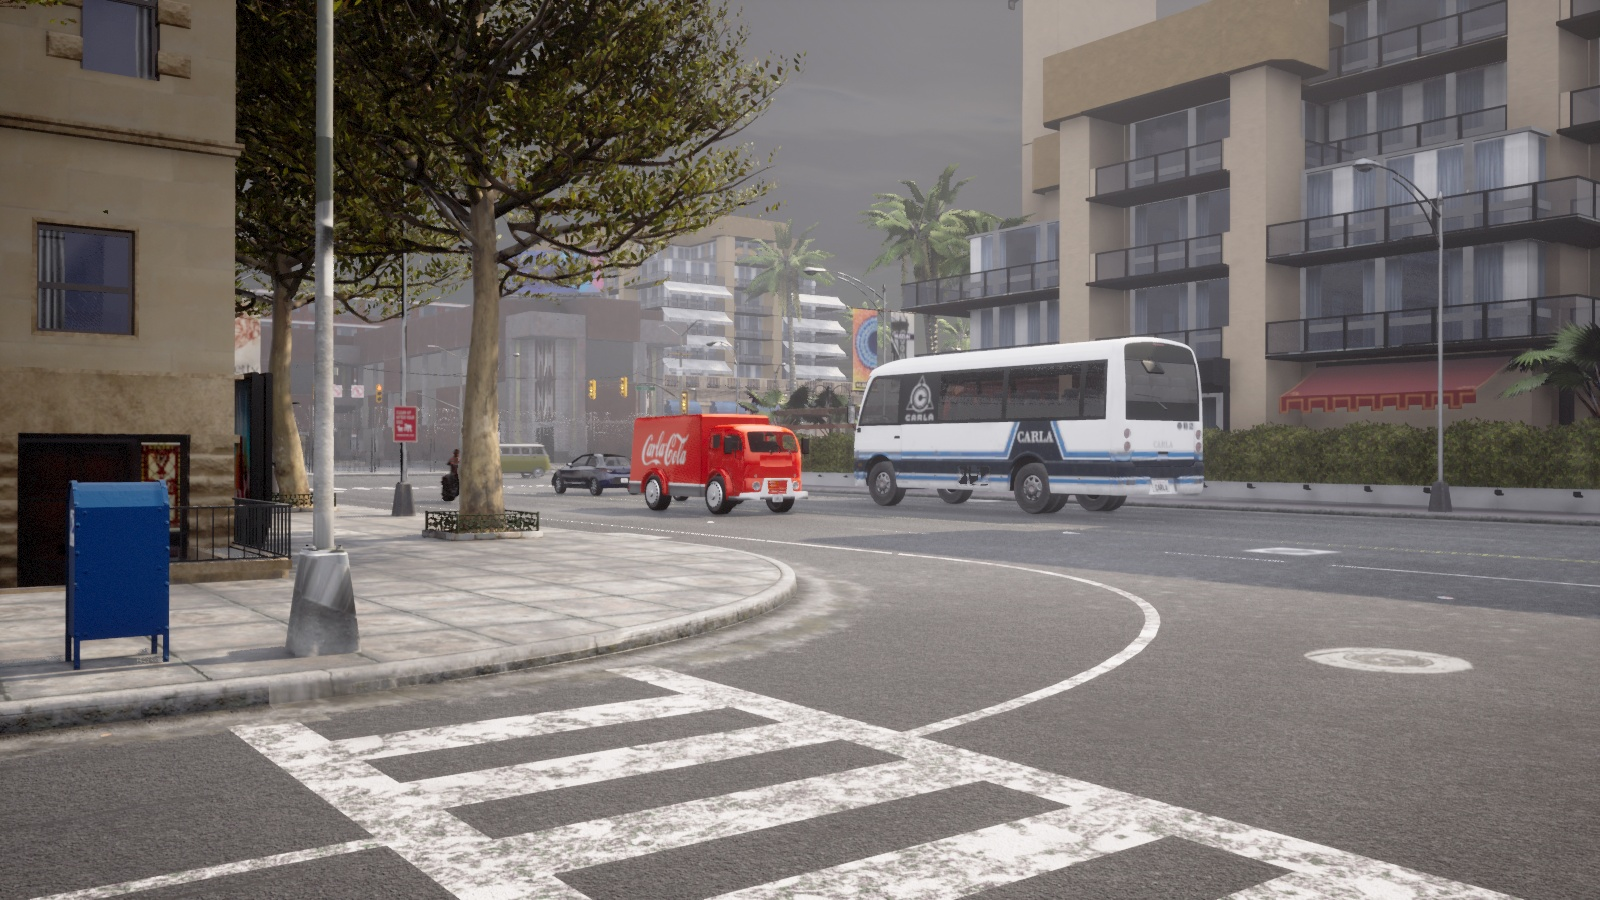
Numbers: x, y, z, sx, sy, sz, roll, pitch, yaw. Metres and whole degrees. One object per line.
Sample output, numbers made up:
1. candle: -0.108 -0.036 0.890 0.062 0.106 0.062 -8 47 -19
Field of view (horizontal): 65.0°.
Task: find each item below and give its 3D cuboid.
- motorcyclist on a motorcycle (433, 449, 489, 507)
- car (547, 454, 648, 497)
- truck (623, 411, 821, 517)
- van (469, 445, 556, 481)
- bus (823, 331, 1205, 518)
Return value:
1. motorcyclist on a motorcycle: -9.951 0.806 36.802 0.766 1.649 2.350 0 0 -37
2. car: -7.301 0.884 44.976 1.816 1.474 4.193 0 0 -37
3. truck: -2.091 0.341 32.124 2.627 2.467 5.204 0 0 -37
4. van: -16.238 0.706 71.033 4.442 1.987 1.775 0 0 -36
5. bus: 5.323 -0.560 33.896 3.944 4.253 10.273 0 0 -37
